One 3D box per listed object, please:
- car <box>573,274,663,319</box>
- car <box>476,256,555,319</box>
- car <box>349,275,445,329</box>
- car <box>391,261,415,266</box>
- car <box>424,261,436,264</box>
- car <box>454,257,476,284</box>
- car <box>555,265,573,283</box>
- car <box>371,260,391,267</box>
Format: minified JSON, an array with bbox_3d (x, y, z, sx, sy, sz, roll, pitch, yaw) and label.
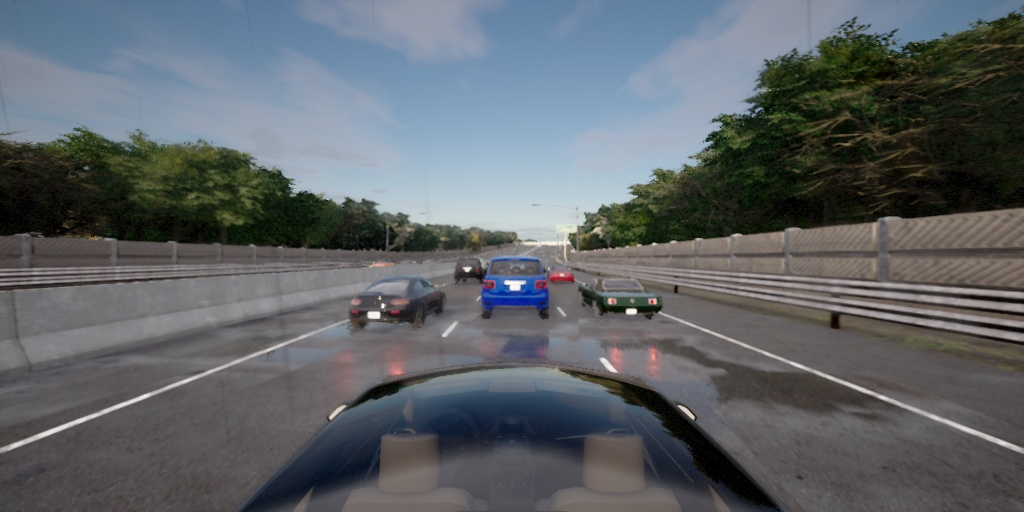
[{"bbox_3d":[3.639,1.402,13.008,1.895,1.301,4.718,0,0,1],"label":"car"},{"bbox_3d":[0.143,1.023,13.267,2.150,2.045,5.566,0,0,1],"label":"car"},{"bbox_3d":[-3.389,1.314,11.259,1.812,1.442,4.674,0,0,1],"label":"car"},{"bbox_3d":[-16.294,1.545,55.064,1.837,1.490,4.892,0,0,3],"label":"car"},{"bbox_3d":[-12.789,1.549,55.158,1.837,1.490,4.892,0,0,3],"label":"car"},{"bbox_3d":[-3.096,1.114,28.312,2.150,2.045,5.566,0,0,2],"label":"car"},{"bbox_3d":[3.951,1.468,29.730,1.994,1.385,4.181,0,0,2],"label":"car"},{"bbox_3d":[-19.800,1.389,54.962,2.097,1.767,4.553,0,0,3],"label":"car"}]
